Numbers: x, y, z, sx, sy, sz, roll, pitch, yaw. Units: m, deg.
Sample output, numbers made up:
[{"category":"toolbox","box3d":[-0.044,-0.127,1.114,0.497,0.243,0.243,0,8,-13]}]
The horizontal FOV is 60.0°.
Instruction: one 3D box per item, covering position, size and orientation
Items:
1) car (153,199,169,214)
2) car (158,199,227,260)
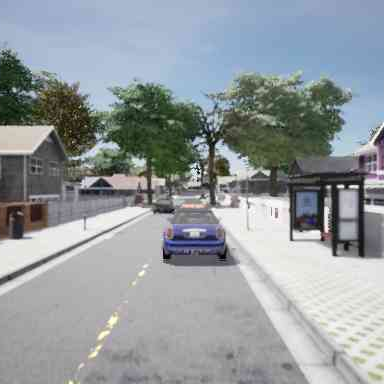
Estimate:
[{"category":"car","box3d":[-2.855,1.416,34.047,1.882,1.535,5.008,0,0,0]},{"category":"car","box3d":[0.086,1.330,12.441,2.097,1.767,4.553,0,0,0]}]
